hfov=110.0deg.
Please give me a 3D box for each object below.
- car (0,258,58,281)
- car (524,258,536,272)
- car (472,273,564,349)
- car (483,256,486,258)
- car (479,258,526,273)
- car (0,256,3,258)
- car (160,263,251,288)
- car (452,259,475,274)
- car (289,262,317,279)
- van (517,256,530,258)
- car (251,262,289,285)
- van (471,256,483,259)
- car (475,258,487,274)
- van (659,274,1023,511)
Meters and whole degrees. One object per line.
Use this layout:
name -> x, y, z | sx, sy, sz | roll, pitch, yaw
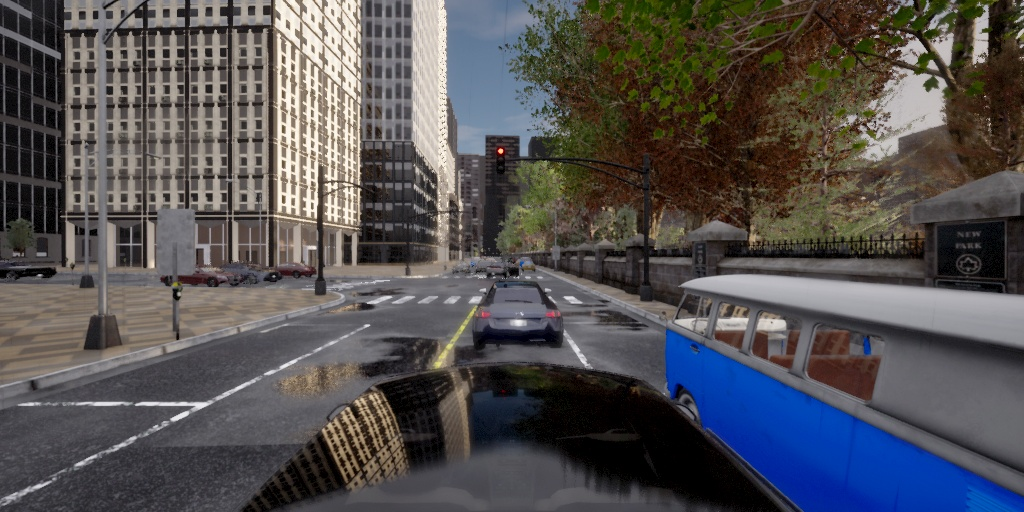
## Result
car -> -34.264, 0.975, 24.469 | 4.718, 1.301, 1.895 | 1, 0, 3
car -> 2.114, 1.254, 46.341 | 1.751, 1.417, 4.829 | 0, 0, -1
car -> 0.098, 1.312, 9.202 | 1.994, 1.385, 4.181 | 0, 0, -1
car -> -3.668, 1.194, 61.265 | 1.882, 1.535, 5.008 | 0, 0, -1
car -> -0.767, 1.230, 31.757 | 2.128, 1.511, 4.902 | 1, 0, 19
car -> -45.545, 0.672, 30.500 | 4.097, 1.591, 1.967 | 0, 0, 1
car -> -18.158, 1.147, 20.967 | 4.207, 1.307, 1.802 | 0, 0, 4
car -> -5.645, 1.283, 40.287 | 2.007, 1.370, 4.403 | 0, 0, -1
car -> -18.095, 1.124, 29.080 | 4.207, 1.307, 1.802 | 0, 0, 4
van -> 1.990, 1.065, 51.714 | 1.690, 1.789, 3.998 | 0, 0, -1
car -> -17.481, 1.129, 23.462 | 4.181, 1.385, 1.994 | 1, 0, 4
van -> -6.332, 1.056, 62.462 | 1.690, 1.789, 3.998 | 0, 0, -2
car -> -3.230, 1.237, 40.862 | 1.837, 1.490, 4.892 | 0, 0, -3
van -> 2.568, 1.091, 2.622 | 1.690, 1.789, 3.998 | 0, 0, 0
